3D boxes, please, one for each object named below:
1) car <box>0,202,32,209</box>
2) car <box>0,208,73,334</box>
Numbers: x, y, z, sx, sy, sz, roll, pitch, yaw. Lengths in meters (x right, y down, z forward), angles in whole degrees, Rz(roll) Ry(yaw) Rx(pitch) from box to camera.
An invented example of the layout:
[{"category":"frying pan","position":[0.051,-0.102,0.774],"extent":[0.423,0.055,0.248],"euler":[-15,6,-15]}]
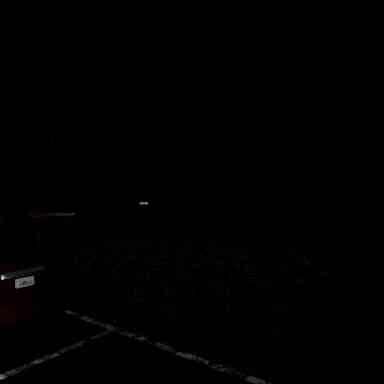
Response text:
[{"category":"car","position":[-17.483,1.654,30.917],"extent":[2.128,1.511,4.902],"euler":[-1,-1,37]},{"category":"car","position":[-4.212,1.316,5.967],"extent":[5.009,1.841,2.192],"euler":[0,-1,36]}]
